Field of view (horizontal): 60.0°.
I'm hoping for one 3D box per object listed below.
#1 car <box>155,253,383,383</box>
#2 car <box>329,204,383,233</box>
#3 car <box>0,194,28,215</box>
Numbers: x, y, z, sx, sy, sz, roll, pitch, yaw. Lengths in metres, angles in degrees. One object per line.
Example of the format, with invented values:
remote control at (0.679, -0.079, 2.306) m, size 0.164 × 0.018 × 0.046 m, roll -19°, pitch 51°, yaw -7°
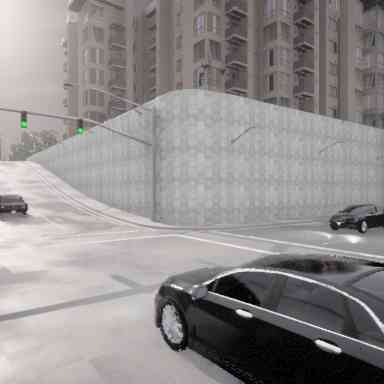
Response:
car at (1.305, 1.533, 4.074) m, size 1.837 × 1.490 × 4.892 m, roll 0°, pitch 0°, yaw -36°
car at (10.108, 1.507, 19.805) m, size 4.892 × 1.490 × 1.837 m, roll 0°, pitch 0°, yaw -36°
car at (-13.792, 0.832, 25.087) m, size 1.895 × 1.301 × 4.718 m, roll 0°, pitch 7°, yaw -36°
